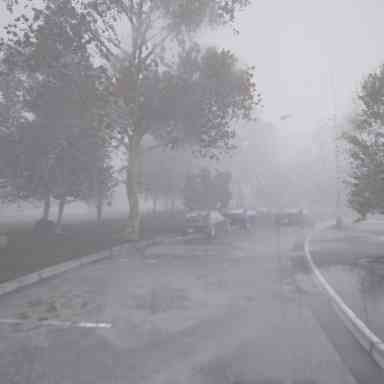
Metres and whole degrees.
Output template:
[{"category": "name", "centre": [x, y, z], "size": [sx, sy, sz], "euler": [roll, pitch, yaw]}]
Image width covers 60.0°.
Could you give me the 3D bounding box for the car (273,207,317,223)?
[{"category": "car", "centre": [10.558, 2.304, 33.855], "size": [2.097, 1.535, 5.008], "euler": [-4, -4, 44]}]

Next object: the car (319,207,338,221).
[{"category": "car", "centre": [14.844, 2.446, 37.671], "size": [4.892, 1.521, 2.231], "euler": [2, -5, -37]}]

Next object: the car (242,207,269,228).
[{"category": "car", "centre": [6.855, 2.121, 29.664], "size": [2.231, 1.521, 4.892], "euler": [-3, -4, 36]}]

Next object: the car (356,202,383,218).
[{"category": "car", "centre": [24.582, 2.332, 43.663], "size": [5.566, 2.045, 2.435], "euler": [0, -4, -26]}]

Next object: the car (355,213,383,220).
[{"category": "car", "centre": [20.305, 2.333, 37.096], "size": [5.357, 1.411, 2.033], "euler": [1, -4, -34]}]

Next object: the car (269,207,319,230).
[{"category": "car", "centre": [7.466, 1.840, 23.940], "size": [1.882, 1.535, 5.008], "euler": [-3, -3, 32]}]

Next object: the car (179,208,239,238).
[{"category": "car", "centre": [0.859, 1.801, 19.813], "size": [2.231, 1.521, 4.892], "euler": [-2, -1, 23]}]
